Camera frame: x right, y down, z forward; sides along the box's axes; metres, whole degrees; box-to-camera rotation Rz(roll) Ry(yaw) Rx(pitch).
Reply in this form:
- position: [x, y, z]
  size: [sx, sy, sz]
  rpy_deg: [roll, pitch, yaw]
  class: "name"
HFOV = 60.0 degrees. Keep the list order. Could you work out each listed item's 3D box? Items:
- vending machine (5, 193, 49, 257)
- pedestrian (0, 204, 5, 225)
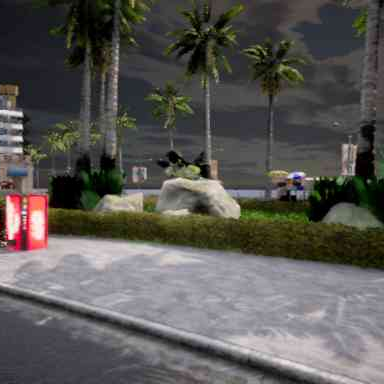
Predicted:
- position: [-5.780, 1.080, 11.689]
  size: [0.880, 2.100, 1.100]
  rpy_deg: [0, 0, 27]
  class: "vending machine"
- position: [-7.118, 1.018, 11.988]
  size: [0.375, 1.860, 0.375]
  rpy_deg: [0, 0, 26]
  class: "pedestrian"
